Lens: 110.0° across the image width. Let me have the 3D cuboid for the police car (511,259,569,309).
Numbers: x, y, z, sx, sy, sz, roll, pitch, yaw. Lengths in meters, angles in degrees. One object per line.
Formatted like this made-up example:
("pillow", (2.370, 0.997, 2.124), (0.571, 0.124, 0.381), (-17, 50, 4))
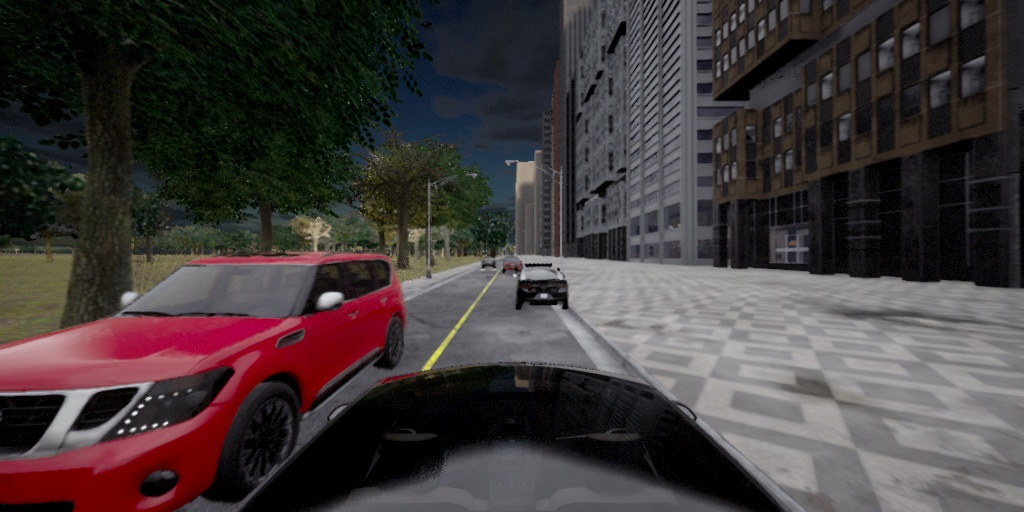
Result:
("police car", (1.055, 1.090, 14.460), (1.930, 1.638, 5.238), (0, 0, 0))

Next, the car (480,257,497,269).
("car", (-3.058, 0.900, 47.788), (1.837, 1.490, 4.892), (0, 0, 0))

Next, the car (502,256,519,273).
("car", (0.057, 0.828, 38.309), (2.097, 1.767, 4.553), (0, 0, 1))

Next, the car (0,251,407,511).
("car", (-3.099, 0.952, 4.777), (2.150, 2.045, 5.566), (0, 0, 0))
